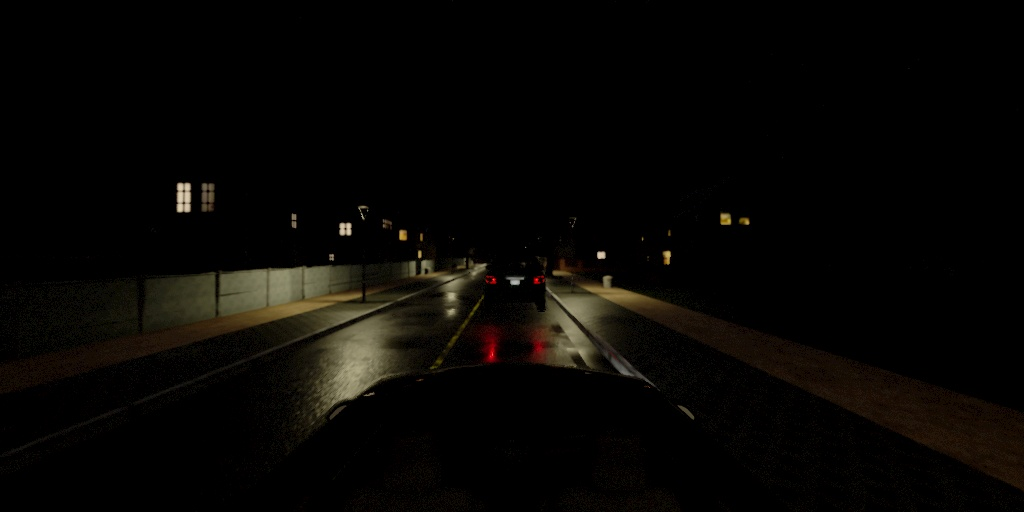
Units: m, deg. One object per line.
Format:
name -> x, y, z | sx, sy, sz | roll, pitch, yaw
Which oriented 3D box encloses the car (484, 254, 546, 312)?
car -> 0.104, 0.945, 14.310 | 2.150, 2.045, 5.566 | 0, 0, 0
